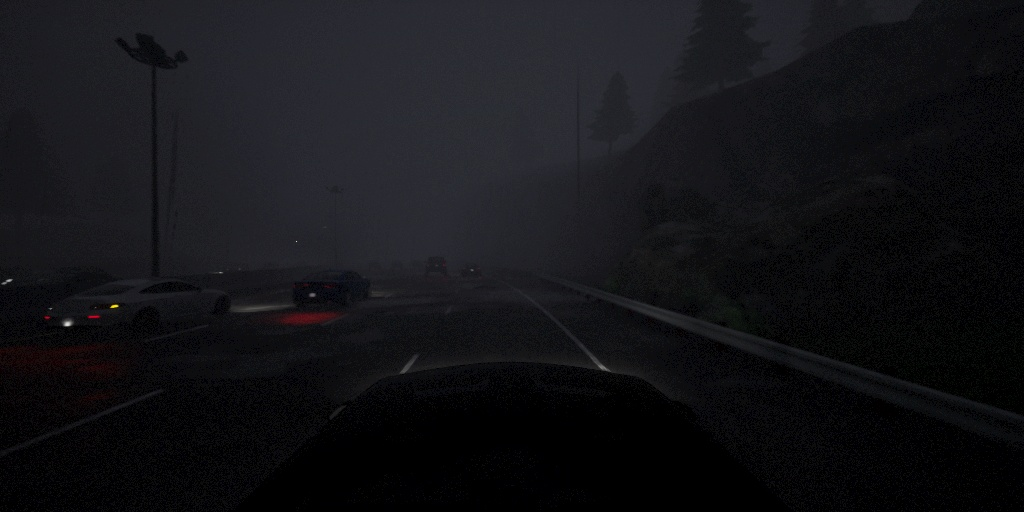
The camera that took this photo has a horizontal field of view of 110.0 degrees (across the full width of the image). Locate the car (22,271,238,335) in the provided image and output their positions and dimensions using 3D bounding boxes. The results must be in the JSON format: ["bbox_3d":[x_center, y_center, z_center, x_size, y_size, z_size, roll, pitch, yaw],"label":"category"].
[{"bbox_3d":[-10.908,1.391,10.951,1.812,1.442,4.674,0,0,-5],"label":"car"}]

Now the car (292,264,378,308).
[{"bbox_3d":[-7.730,1.312,15.893,1.882,1.535,5.008,0,0,-6],"label":"car"}]

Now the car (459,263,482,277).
[{"bbox_3d":[-4.335,1.372,37.045,1.994,1.385,4.181,-1,0,-13],"label":"car"}]

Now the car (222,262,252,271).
[{"bbox_3d":[-37.557,1.633,49.479,1.882,1.535,5.008,0,1,-22],"label":"car"}]

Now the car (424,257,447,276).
[{"bbox_3d":[-8.405,1.073,39.448,2.150,2.045,5.566,0,0,-15],"label":"car"}]

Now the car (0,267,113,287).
[{"bbox_3d":[-22.445,1.513,18.201,1.812,1.442,4.674,-1,0,-8],"label":"car"}]

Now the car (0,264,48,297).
[{"bbox_3d":[-29.788,1.415,20.076,2.097,1.767,4.553,-1,0,-9],"label":"car"}]

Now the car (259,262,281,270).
[{"bbox_3d":[-34.496,1.620,51.162,1.837,1.490,4.892,0,2,-22],"label":"car"}]

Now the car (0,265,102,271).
[{"bbox_3d":[-26.411,1.380,21.084,2.097,1.767,4.553,-1,0,-9],"label":"car"}]
